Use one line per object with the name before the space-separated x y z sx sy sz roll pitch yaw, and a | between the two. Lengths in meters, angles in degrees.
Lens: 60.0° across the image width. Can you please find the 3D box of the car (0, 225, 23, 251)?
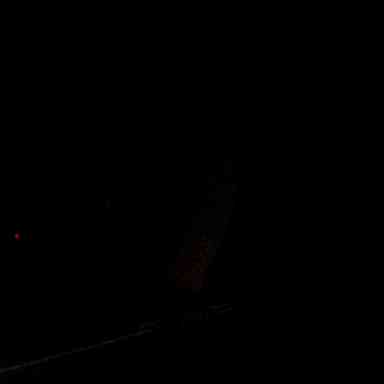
car | -8.529 1.546 10.805 5.357 1.411 2.033 0 0 -36
